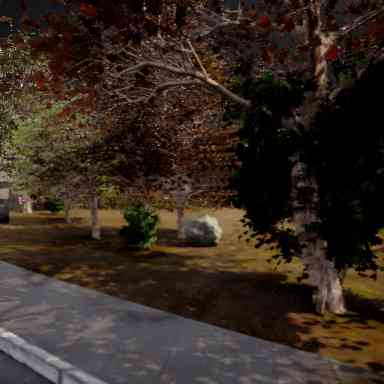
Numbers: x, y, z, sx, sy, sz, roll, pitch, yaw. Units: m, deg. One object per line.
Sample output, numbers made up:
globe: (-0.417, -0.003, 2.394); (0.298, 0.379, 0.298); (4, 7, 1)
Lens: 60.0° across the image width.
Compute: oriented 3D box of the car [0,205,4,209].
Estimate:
car: (-28.725, 2.509, 49.103); (1.812, 1.442, 4.674); (-4, -4, 7)
